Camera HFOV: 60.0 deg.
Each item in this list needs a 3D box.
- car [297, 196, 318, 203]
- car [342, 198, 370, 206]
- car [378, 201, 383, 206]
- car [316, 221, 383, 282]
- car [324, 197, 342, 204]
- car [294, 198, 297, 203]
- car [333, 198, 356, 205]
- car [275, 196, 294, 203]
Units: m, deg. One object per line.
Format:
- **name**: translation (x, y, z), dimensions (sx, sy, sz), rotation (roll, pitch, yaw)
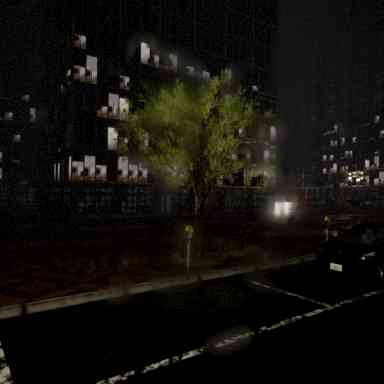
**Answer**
- **car**: translation (29.300, 1.821, 83.021), dimensions (2.192, 1.841, 5.009), rotation (1, -1, -20)
- **car**: translation (29.613, 1.764, 59.282), dimensions (2.008, 1.369, 4.403), rotation (1, -1, -20)
- **car**: translation (36.946, 1.890, 62.170), dimensions (1.752, 1.417, 4.829), rotation (1, -1, -20)
- **car**: translation (5.544, 1.574, 9.810), dimensions (4.313, 1.339, 1.947), rotation (0, 1, -34)
- **car**: translation (27.688, 1.689, 64.534), dimensions (1.967, 1.590, 4.097), rotation (1, -1, -20)
- **car**: translation (27.369, 2.123, 88.270), dimensions (1.802, 1.307, 4.206), rotation (1, -1, -20)
- **car**: translation (33.151, 1.985, 72.514), dimensions (2.008, 1.369, 4.403), rotation (1, -1, -20)
- **car**: translation (21.910, 1.795, 80.283), dimensions (1.967, 1.590, 4.097), rotation (1, -1, -20)
